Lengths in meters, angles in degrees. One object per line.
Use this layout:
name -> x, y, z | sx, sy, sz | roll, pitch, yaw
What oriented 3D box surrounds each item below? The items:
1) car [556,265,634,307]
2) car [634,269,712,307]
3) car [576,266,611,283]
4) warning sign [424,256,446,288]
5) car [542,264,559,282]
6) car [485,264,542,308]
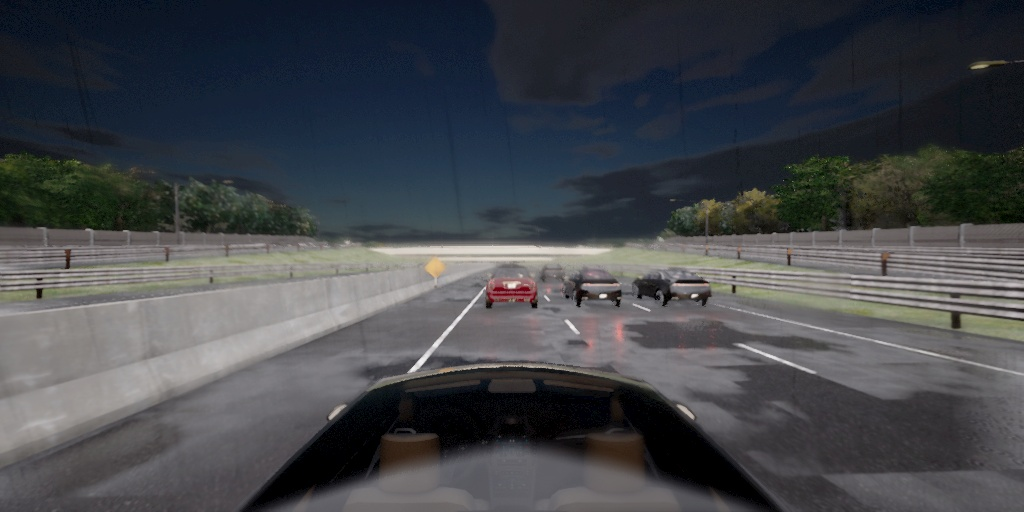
car -> 3.492, 1.338, 16.169 | 2.128, 1.511, 4.902 | 0, 0, 0
car -> 6.992, 1.338, 16.176 | 2.128, 1.511, 4.902 | 0, 0, 0
car -> 6.936, 1.541, 31.038 | 1.895, 1.301, 4.718 | 0, 0, 0
warning sign -> -4.576, 0.991, 21.522 | 1.300, 1.860, 1.060 | 0, 0, 0
car -> 3.435, 1.434, 31.202 | 2.128, 1.511, 4.902 | 0, 0, 0
car -> -0.009, 1.194, 15.949 | 2.097, 1.767, 4.553 | 0, -1, 0
